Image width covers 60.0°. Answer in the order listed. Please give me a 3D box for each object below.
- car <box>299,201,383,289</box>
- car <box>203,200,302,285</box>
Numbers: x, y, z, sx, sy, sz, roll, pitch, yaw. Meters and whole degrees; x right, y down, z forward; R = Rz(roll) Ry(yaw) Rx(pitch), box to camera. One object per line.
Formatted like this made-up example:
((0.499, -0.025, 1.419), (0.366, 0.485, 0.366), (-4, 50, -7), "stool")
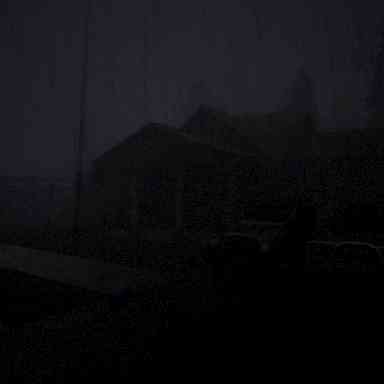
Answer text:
((4.316, 1.172, 7.962), (1.932, 1.855, 4.605), (0, 0, 35), "car")
((2.041, 1.173, 9.100), (1.905, 1.878, 3.866), (0, 0, 35), "car")
